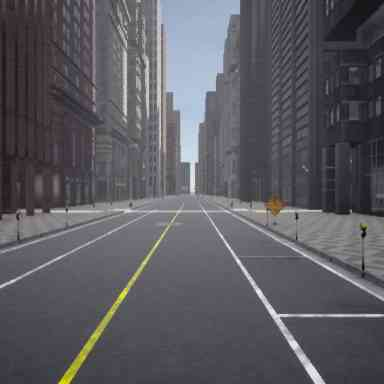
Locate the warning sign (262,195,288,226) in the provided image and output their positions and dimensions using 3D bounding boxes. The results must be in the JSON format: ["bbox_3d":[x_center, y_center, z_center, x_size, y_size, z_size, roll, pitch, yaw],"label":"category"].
[{"bbox_3d":[5.069,1.114,20.361,1.300,1.860,1.060,0,0,0],"label":"warning sign"}]
